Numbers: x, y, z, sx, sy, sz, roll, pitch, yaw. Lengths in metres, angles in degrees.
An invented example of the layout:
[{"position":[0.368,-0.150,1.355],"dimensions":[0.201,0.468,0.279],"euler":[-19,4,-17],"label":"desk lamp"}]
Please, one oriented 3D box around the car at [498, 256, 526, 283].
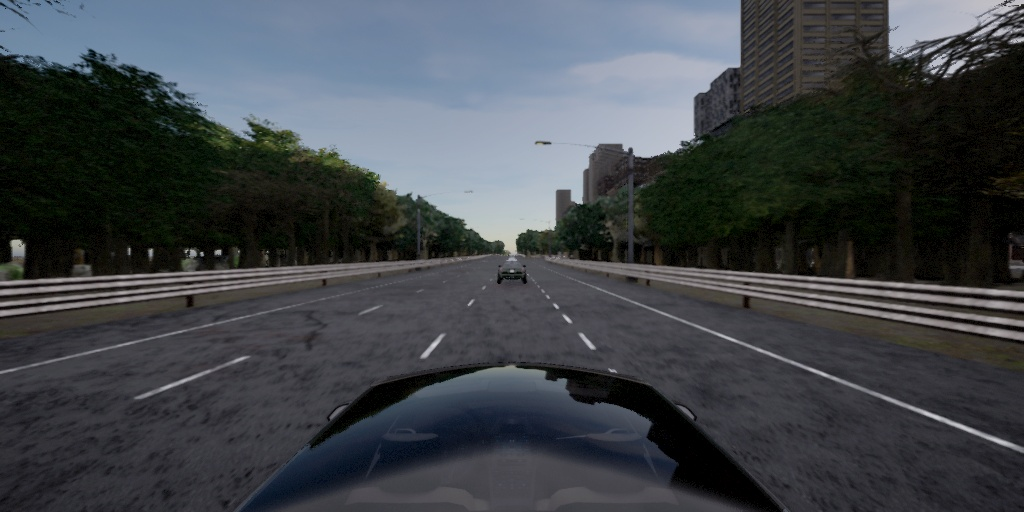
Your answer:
[{"position":[0.005,1.098,27.995],"dimensions":[2.097,1.767,4.553],"euler":[0,0,0],"label":"car"}]
